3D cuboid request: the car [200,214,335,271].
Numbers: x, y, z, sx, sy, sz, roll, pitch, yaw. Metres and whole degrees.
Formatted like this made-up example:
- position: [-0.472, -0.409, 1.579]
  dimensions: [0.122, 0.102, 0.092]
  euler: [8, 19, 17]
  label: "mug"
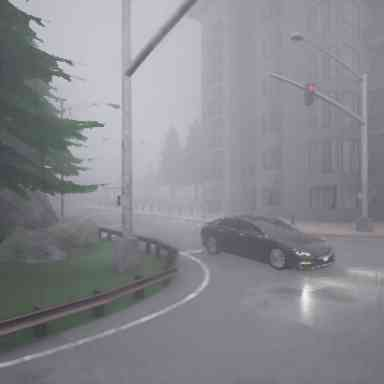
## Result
- position: [2.239, 1.546, 11.095]
  dimensions: [1.837, 1.490, 4.892]
  euler: [0, 2, -37]
  label: "car"
